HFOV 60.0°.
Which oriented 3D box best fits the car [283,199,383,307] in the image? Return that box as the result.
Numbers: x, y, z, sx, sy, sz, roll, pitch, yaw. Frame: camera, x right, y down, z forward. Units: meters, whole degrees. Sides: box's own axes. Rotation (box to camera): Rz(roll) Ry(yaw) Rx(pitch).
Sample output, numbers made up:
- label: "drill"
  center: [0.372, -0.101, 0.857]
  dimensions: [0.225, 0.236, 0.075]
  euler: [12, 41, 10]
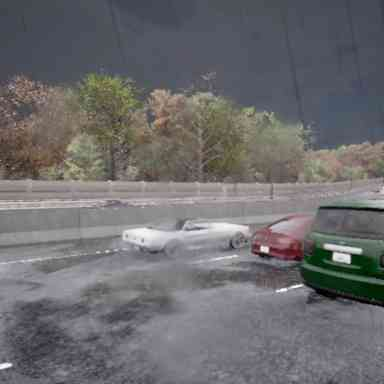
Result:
- label: "car"
  center: [4.666, 1.167, 7.076]
  dimensions: [5.566, 2.045, 2.150]
  euler: [0, 0, -35]

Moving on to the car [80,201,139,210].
- label: "car"
  center: [-4.863, 1.503, 22.015]
  dimensions: [4.181, 1.385, 1.994]
  euler: [0, 0, -35]

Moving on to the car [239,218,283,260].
- label: "car"
  center: [3.955, 1.460, 10.868]
  dimensions: [4.674, 1.442, 1.812]
  euler: [0, 0, -35]

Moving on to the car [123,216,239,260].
- label: "car"
  center: [-0.017, 1.551, 12.333]
  dimensions: [4.718, 1.301, 1.895]
  euler: [0, 0, -35]
